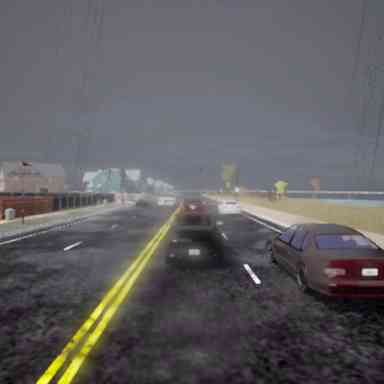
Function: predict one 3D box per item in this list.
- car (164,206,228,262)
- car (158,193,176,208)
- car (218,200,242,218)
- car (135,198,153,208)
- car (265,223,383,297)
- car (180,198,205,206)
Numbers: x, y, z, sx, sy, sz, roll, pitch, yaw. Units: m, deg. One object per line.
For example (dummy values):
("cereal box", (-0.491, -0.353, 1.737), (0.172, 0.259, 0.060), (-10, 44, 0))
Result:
("car", (0.077, 1.467, 11.890), (1.837, 1.490, 4.892), (0, 0, 0))
("car", (-3.344, 1.099, 45.327), (2.150, 2.045, 5.566), (0, 0, 0))
("car", (3.330, 1.440, 29.491), (1.812, 1.442, 4.674), (0, 0, 0))
("car", (-6.590, 1.478, 45.940), (1.895, 1.301, 4.718), (0, 0, 0))
("car", (3.313, 1.520, 8.668), (2.033, 1.411, 5.357), (0, 0, 0))
("car", (0.075, 1.270, 28.259), (2.097, 1.767, 4.553), (0, 0, 0))
